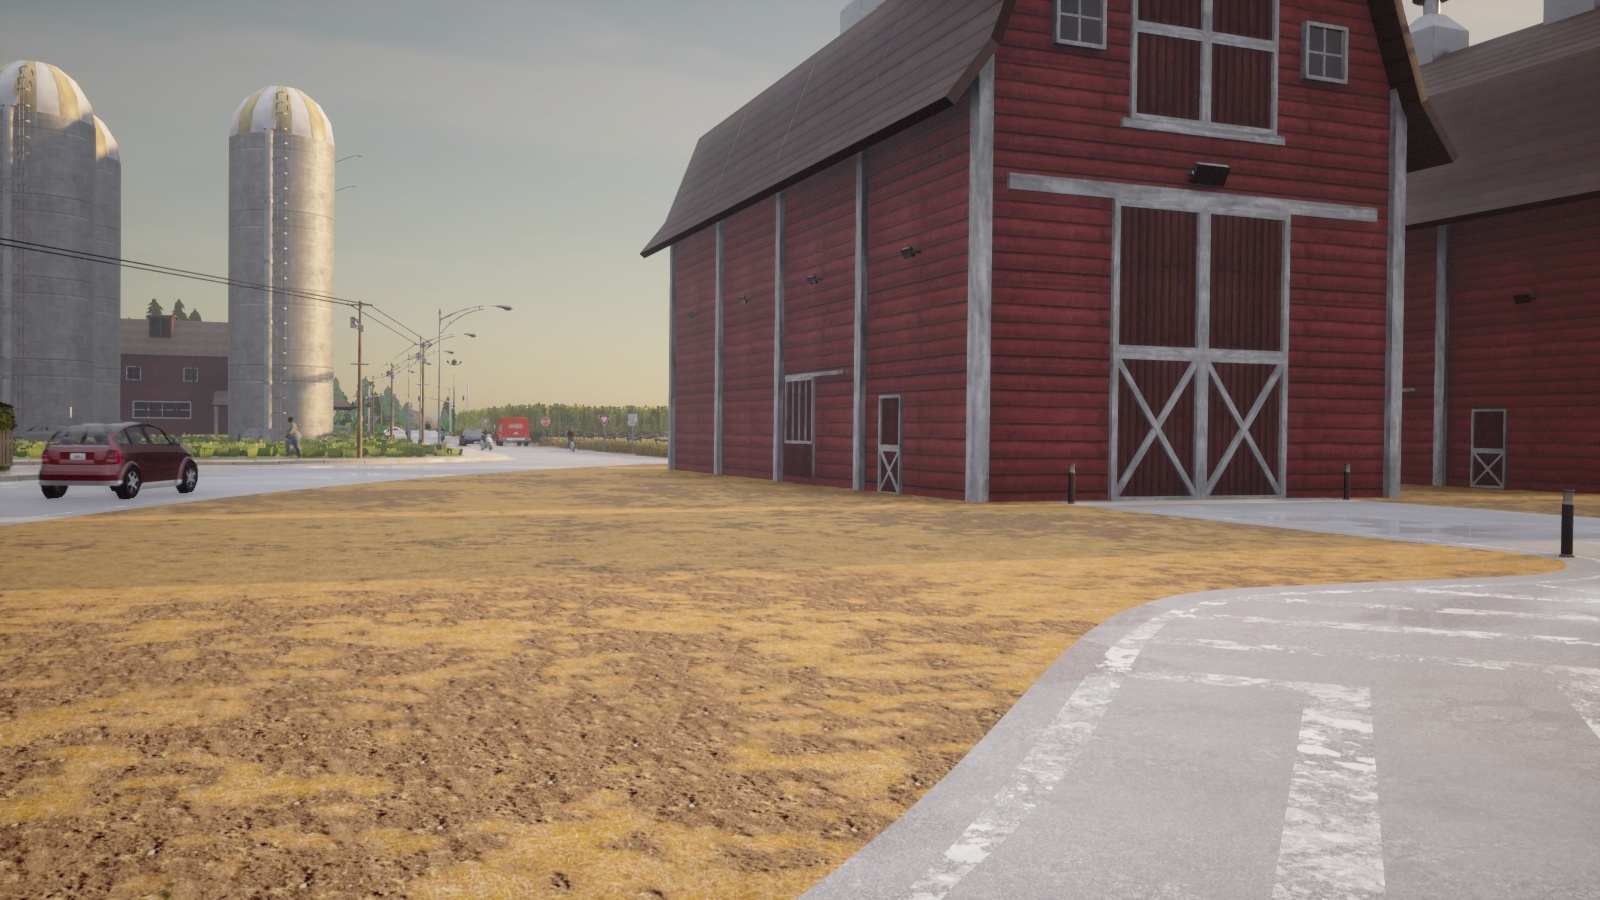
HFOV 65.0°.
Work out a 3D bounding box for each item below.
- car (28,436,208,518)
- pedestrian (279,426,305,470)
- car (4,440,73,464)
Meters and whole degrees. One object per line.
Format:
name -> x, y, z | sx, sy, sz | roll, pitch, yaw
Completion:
car -> -14.081, 0.498, 26.181 | 1.789, 1.549, 3.705 | -1, 1, -1
pedestrian -> -21.960, -0.086, 54.274 | 0.900, 1.855, 0.874 | -1, 1, -28
car -> -50.458, 0.142, 83.248 | 3.633, 1.501, 1.845 | -1, 1, -22
